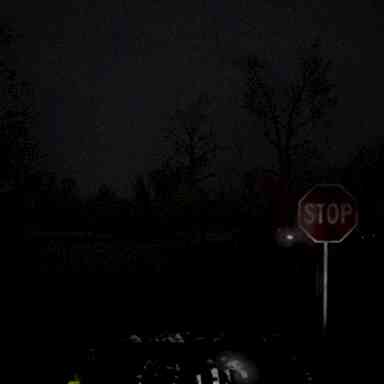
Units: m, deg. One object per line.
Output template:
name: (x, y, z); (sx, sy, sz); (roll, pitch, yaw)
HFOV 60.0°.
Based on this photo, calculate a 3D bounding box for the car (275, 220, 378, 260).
car: (5.238, 1.640, 12.858); (4.181, 1.385, 1.994); (2, 1, -31)
